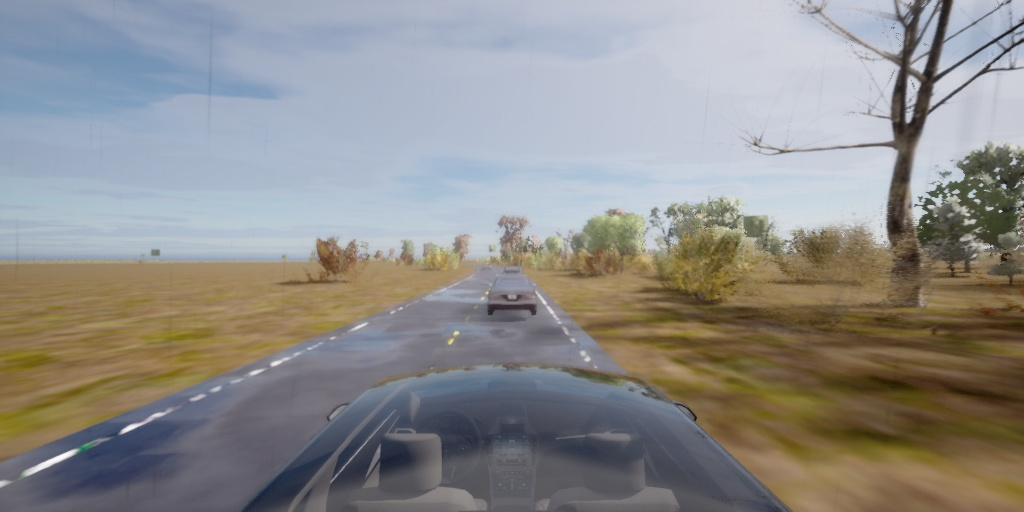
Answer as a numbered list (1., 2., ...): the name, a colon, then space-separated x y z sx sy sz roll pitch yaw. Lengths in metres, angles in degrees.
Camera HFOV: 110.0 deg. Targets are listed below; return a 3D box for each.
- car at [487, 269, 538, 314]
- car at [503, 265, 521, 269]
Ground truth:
1. car: 0.015 1.426 14.369 2.033 1.411 5.357 0 -1 0
2. car: -0.004 1.532 30.341 2.128 1.511 4.902 0 0 0
